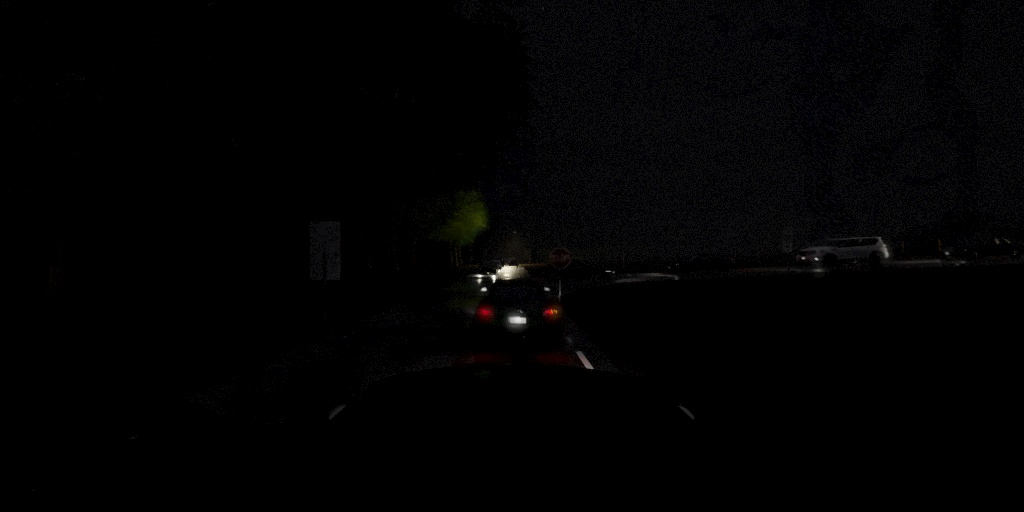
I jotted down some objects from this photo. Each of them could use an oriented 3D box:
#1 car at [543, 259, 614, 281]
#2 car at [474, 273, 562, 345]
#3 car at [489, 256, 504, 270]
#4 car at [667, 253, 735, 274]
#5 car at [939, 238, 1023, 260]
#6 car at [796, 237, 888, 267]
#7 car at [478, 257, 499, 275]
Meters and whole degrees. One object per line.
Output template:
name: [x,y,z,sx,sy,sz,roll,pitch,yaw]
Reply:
car: [4.570,0.973,24.977,4.892,1.490,1.837,-3,3,25]
car: [0.096,1.311,9.480,1.994,1.385,4.181,0,0,-1]
car: [-2.708,1.002,53.755,2.150,2.045,5.566,0,0,-2]
car: [14.058,0.499,26.791,4.674,1.442,1.812,-3,1,1]
car: [34.726,-0.546,26.530,4.902,1.511,2.128,-3,1,1]
car: [24.443,-0.317,26.658,5.566,2.045,2.150,-3,1,1]
car: [-2.740,1.241,40.293,1.882,1.535,5.008,0,0,0]
